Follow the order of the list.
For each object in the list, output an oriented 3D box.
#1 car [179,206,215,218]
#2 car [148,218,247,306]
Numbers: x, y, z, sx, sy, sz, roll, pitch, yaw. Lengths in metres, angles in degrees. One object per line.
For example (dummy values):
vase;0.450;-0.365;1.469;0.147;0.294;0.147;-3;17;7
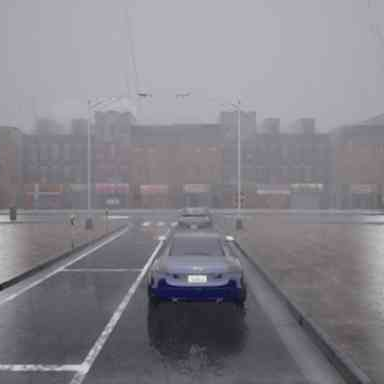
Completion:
car;0.273;1.529;19.185;2.128;1.511;4.902;0;0;4
car;0.101;1.579;8.158;1.994;1.385;4.181;0;0;0
